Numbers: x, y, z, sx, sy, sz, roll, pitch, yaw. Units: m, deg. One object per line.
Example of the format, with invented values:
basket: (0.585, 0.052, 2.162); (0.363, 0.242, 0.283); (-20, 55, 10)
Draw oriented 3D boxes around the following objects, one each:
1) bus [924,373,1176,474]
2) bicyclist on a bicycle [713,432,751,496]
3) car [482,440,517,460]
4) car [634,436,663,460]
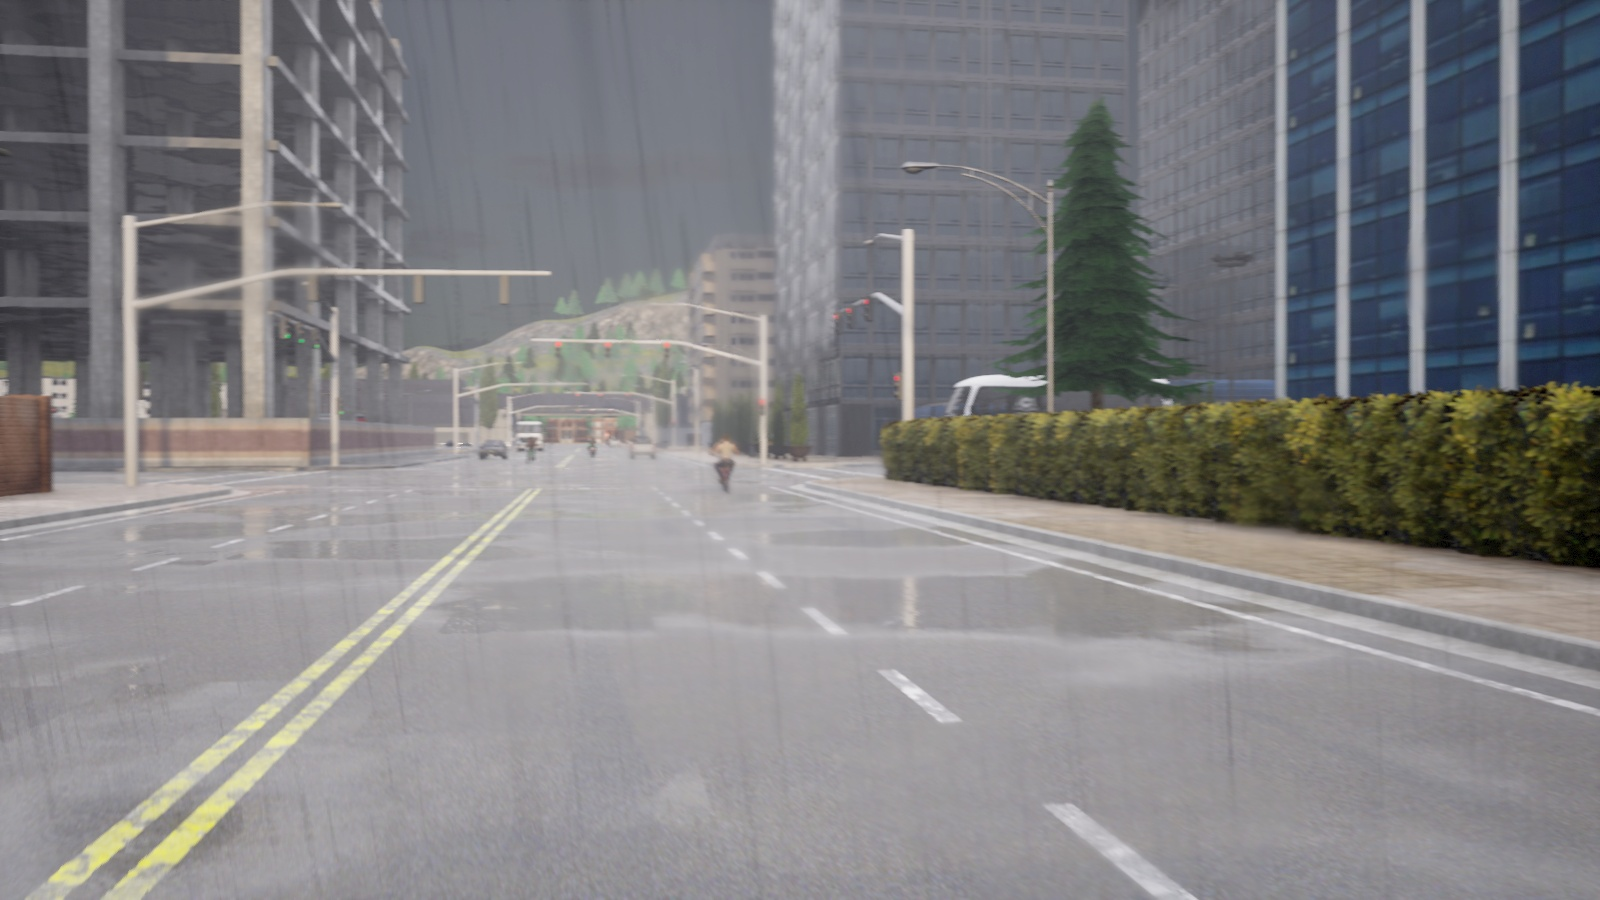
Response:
bus: (11.047, -1.141, 56.028); (10.273, 4.253, 3.944); (0, 0, -10)
bicyclist on a bicycle: (-1.860, 0.371, 34.145); (0.866, 1.612, 1.509); (0, 5, -9)
car: (-21.545, -0.012, 90.213); (2.033, 1.411, 5.357); (0, 1, -9)
car: (-10.854, -0.163, 89.866); (1.851, 1.617, 3.988); (0, 1, -9)
